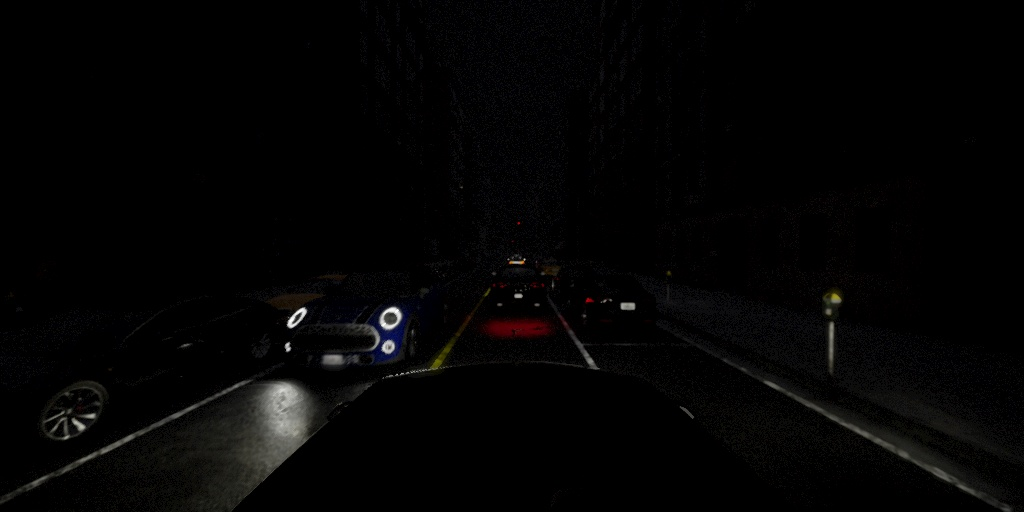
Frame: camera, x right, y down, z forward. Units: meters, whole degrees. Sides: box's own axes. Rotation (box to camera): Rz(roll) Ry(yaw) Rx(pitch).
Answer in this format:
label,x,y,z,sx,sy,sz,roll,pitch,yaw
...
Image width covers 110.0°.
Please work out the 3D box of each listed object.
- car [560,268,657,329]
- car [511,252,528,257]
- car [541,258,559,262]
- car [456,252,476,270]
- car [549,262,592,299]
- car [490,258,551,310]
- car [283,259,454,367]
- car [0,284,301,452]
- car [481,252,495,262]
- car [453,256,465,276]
label,x,y,z,sx,sy,sz,roll,pitch,yaw
car,2.738,1.177,10.470,1.948,1.339,4.313,0,0,1
car,0.473,0.611,38.107,1.801,1.575,5.366,0,1,1
car,2.958,0.871,26.875,1.751,1.417,4.829,0,0,1
car,-4.923,0.474,37.645,2.192,1.841,5.009,0,0,1
car,2.810,1.090,15.882,1.948,1.339,4.313,0,0,1
car,0.241,1.037,13.582,1.882,1.535,5.008,0,1,1
car,-2.784,1.002,7.864,2.097,1.767,4.553,0,1,1
car,-5.359,1.257,5.175,1.948,1.339,4.313,0,0,1
car,-4.567,0.269,64.102,2.007,1.370,4.403,0,0,1
car,-5.068,0.890,26.822,2.007,1.370,4.403,0,0,1
